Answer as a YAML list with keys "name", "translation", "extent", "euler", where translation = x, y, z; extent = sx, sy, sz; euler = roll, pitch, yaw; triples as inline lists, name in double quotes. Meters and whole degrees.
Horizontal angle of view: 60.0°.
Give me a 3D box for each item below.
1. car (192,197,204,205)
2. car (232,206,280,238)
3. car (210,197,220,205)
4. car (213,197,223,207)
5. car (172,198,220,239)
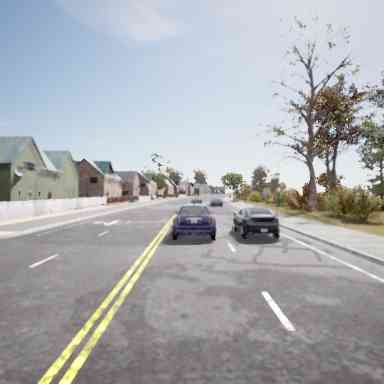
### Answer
- name: "car"
  translation: [1.169, 1.640, 64.308]
  extent: [2.033, 1.411, 5.357]
  euler: [0, 0, 3]
- name: "car"
  translation: [3.355, 1.539, 17.884]
  extent: [1.837, 1.490, 4.892]
  euler: [0, 0, 0]
- name: "car"
  translation: [4.416, 1.689, 64.178]
  extent: [1.895, 1.301, 4.718]
  euler: [0, 0, 3]
- name: "car"
  translation: [4.036, 1.643, 54.222]
  extent: [1.994, 1.385, 4.181]
  euler: [0, 0, 3]
- name: "car"
  translation: [0.106, 1.385, 17.531]
  extent: [2.097, 1.767, 4.553]
  euler: [0, 0, 0]
